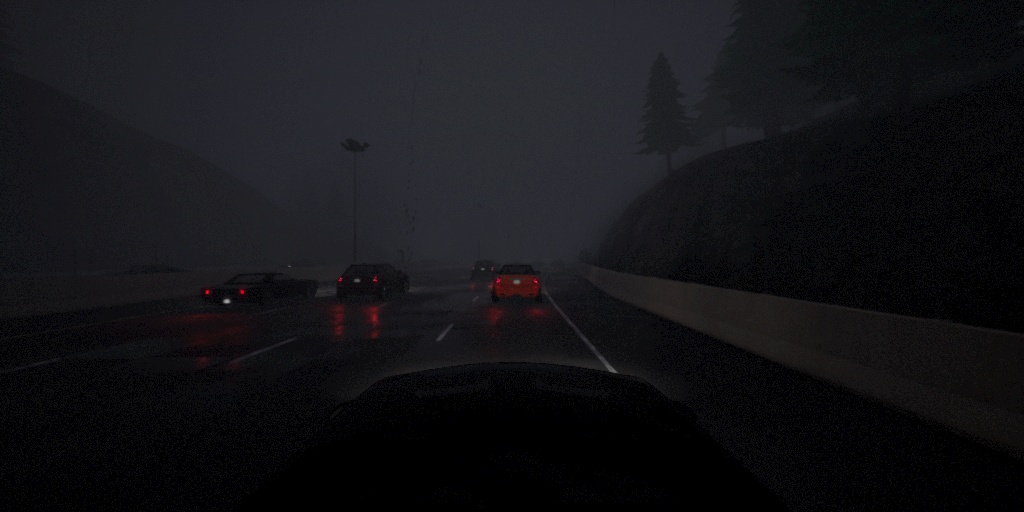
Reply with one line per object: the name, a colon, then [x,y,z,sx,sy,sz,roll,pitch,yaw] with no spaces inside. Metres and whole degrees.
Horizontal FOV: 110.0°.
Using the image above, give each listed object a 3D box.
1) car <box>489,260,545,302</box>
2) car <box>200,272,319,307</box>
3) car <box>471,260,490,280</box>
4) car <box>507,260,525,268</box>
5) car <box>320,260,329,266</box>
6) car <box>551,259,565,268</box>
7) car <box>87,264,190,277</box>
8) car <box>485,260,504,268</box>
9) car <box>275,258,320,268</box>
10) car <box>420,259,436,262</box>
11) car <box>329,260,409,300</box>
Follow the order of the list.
car: [0.285,1.103,17.076,2.097,1.767,4.553,0,0,2]
car: [-10.339,1.347,15.279,1.895,1.301,4.718,0,0,1]
car: [-2.152,1.104,31.358,2.097,1.767,4.553,0,0,6]
car: [0.713,1.357,63.845,1.895,1.301,4.718,0,0,18]
car: [-27.831,1.289,50.559,2.033,1.411,5.357,0,0,11]
car: [8.201,1.251,63.603,2.128,1.511,4.902,0,0,18]
car: [-20.850,1.233,20.159,2.128,1.511,4.902,0,0,3]
car: [-3.009,1.355,63.641,1.895,1.301,4.718,0,0,17]
car: [-25.671,1.094,42.566,2.097,1.767,4.553,0,0,9]
car: [-14.518,1.241,61.370,1.882,1.535,5.008,0,0,15]
car: [-6.739,1.100,17.893,2.097,1.767,4.553,0,0,2]
